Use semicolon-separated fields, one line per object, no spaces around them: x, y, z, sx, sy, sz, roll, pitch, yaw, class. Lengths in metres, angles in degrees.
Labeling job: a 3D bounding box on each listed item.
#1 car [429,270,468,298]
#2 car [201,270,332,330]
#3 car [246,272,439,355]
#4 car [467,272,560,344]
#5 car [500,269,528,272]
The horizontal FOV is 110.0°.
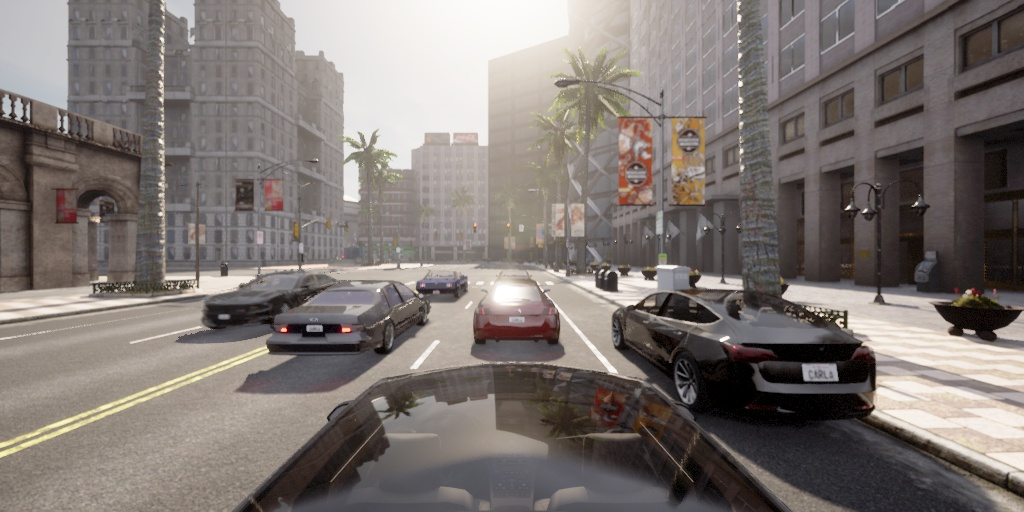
-3.396;1.344;18.335;1.895;1.301;4.718;0;0;0;car
-7.072;1.224;11.317;1.882;1.535;5.008;0;0;0;car
-3.400;1.295;8.686;2.033;1.411;5.357;0;0;0;car
0.103;1.311;9.568;1.994;1.385;4.181;0;0;0;car
0.105;1.344;18.376;1.895;1.301;4.718;0;0;0;car
